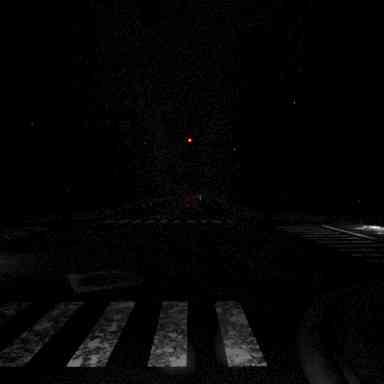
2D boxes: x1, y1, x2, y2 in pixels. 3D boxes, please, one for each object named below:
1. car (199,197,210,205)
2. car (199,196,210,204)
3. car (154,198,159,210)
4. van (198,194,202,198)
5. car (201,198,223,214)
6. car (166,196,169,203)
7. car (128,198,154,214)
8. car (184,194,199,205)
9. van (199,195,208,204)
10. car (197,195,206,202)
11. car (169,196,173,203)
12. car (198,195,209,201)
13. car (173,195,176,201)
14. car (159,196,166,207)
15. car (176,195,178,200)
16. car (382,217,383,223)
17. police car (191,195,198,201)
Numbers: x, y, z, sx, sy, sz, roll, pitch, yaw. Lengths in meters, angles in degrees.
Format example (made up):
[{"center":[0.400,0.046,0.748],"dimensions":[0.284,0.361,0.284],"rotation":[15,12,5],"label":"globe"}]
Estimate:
[{"center":[2.391,1.647,63.647],"dimensions":[2.008,1.369,4.403],"rotation":[0,0,0],"label":"car"},{"center":[2.365,1.641,47.115],"dimensions":[1.802,1.307,4.206],"rotation":[0,0,0],"label":"car"},{"center":[-5.668,1.490,41.617],"dimensions":[1.967,1.590,4.097],"rotation":[0,0,0],"label":"car"},{"center":[2.382,1.424,58.136],"dimensions":[1.690,1.788,3.998],"rotation":[0,0,0],"label":"van"},{"center":[2.348,1.606,36.092],"dimensions":[1.947,1.339,4.313],"rotation":[0,0,0],"label":"car"},{"center":[-5.642,1.634,58.148],"dimensions":[2.008,1.369,4.403],"rotation":[0,0,0],"label":"car"},{"center":[-5.677,1.480,36.106],"dimensions":[1.967,1.590,4.097],"rotation":[0,0,0],"label":"car"},{"center":[-0.147,1.574,63.347],"dimensions":[1.882,1.535,5.008],"rotation":[0,0,0],"label":"car"},{"center":[2.400,1.453,69.158],"dimensions":[1.690,1.788,3.998],"rotation":[0,0,0],"label":"van"},{"center":[2.426,1.600,85.690],"dimensions":[1.967,1.590,4.097],"rotation":[0,0,0],"label":"car"},{"center":[-5.625,1.552,69.170],"dimensions":[1.967,1.590,4.097],"rotation":[0,0,0],"label":"car"},{"center":[2.374,1.637,52.626],"dimensions":[1.947,1.339,4.313],"rotation":[0,0,0],"label":"car"},{"center":[-5.608,1.694,80.191],"dimensions":[2.008,1.369,4.403],"rotation":[0,0,0],"label":"car"},{"center":[-5.651,1.653,52.638],"dimensions":[1.802,1.307,4.206],"rotation":[0,0,0],"label":"car"},{"center":[-5.590,1.721,91.213],"dimensions":[1.887,1.381,4.507],"rotation":[0,0,0],"label":"car"},{"center":[14.199,1.511,20.610],"dimensions":[4.181,1.385,1.994],"rotation":[0,0,0],"label":"car"},{"center":[0.621,1.599,90.173],"dimensions":[1.930,1.638,5.238],"rotation":[0,0,0],"label":"police car"}]
